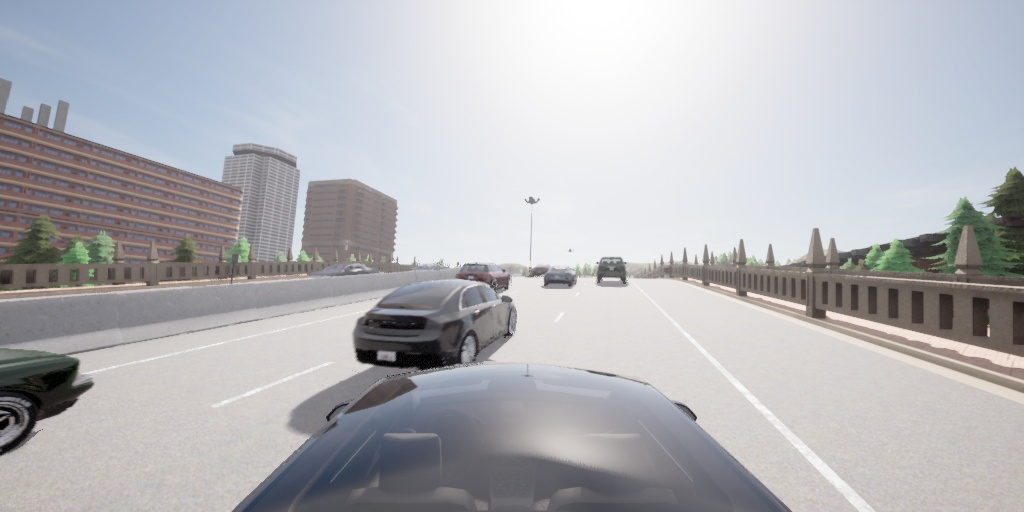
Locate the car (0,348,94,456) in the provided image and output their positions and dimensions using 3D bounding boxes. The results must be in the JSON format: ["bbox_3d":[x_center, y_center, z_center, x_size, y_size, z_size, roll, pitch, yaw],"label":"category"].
[{"bbox_3d":[-6.316,1.339,2.227,1.895,1.301,4.718,0,0,15],"label":"car"}]

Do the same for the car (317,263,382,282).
[{"bbox_3d":[-13.548,1.329,30.346,2.033,1.411,5.357,0,0,15],"label":"car"}]

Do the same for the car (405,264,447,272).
[{"bbox_3d":[-6.791,1.339,28.521,2.033,1.411,5.357,0,0,15],"label":"car"}]

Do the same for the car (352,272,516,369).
[{"bbox_3d":[-1.247,1.263,7.683,1.837,1.490,4.892,0,-1,15],"label":"car"}]

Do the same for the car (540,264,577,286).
[{"bbox_3d":[3.525,1.372,25.677,1.994,1.385,4.181,0,0,15],"label":"car"}]

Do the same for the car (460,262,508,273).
[{"bbox_3d":[-1.529,1.138,20.273,2.097,1.767,4.553,0,0,15],"label":"car"}]

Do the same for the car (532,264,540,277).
[{"bbox_3d":[3.422,1.607,38.949,1.812,1.442,4.674,0,-3,15],"label":"car"}]

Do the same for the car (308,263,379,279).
[{"bbox_3d":[-11.506,1.267,24.389,2.128,1.511,4.902,0,0,15],"label":"car"}]

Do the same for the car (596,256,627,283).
[{"bbox_3d":[8.010,1.062,28.927,2.150,2.045,5.566,0,0,15],"label":"car"}]
